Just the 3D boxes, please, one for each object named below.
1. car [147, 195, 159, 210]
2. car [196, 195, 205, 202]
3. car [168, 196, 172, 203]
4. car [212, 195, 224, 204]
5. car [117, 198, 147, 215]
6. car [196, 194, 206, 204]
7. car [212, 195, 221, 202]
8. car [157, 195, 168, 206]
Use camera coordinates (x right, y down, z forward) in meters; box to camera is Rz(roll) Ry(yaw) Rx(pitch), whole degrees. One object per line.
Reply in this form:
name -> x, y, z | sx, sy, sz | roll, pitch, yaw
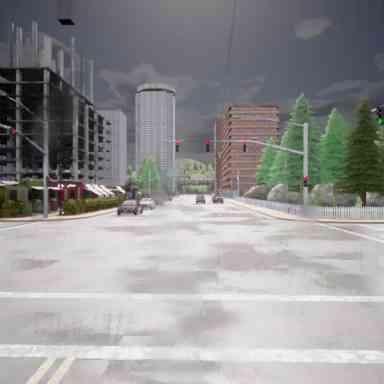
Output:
car -> -5.922, 1.526, 43.960 | 1.812, 1.442, 4.674 | 0, 0, 2
car -> 1.918, 1.326, 74.708 | 1.837, 1.490, 4.892 | 0, 0, 1
car -> -5.214, 1.565, 69.303 | 1.994, 1.385, 4.181 | 0, 0, 1
car -> 5.203, 1.526, 65.757 | 1.812, 1.442, 4.674 | 0, 0, 1
car -> -6.189, 1.526, 33.709 | 1.812, 1.442, 4.674 | 0, 0, 2
car -> 1.697, 1.601, 65.523 | 1.895, 1.301, 4.718 | 0, 0, 1
car -> 5.418, 1.422, 74.654 | 1.895, 1.301, 4.718 | 0, 0, 1
car -> -5.671, 1.353, 54.058 | 2.097, 1.767, 4.553 | 0, 0, 2
